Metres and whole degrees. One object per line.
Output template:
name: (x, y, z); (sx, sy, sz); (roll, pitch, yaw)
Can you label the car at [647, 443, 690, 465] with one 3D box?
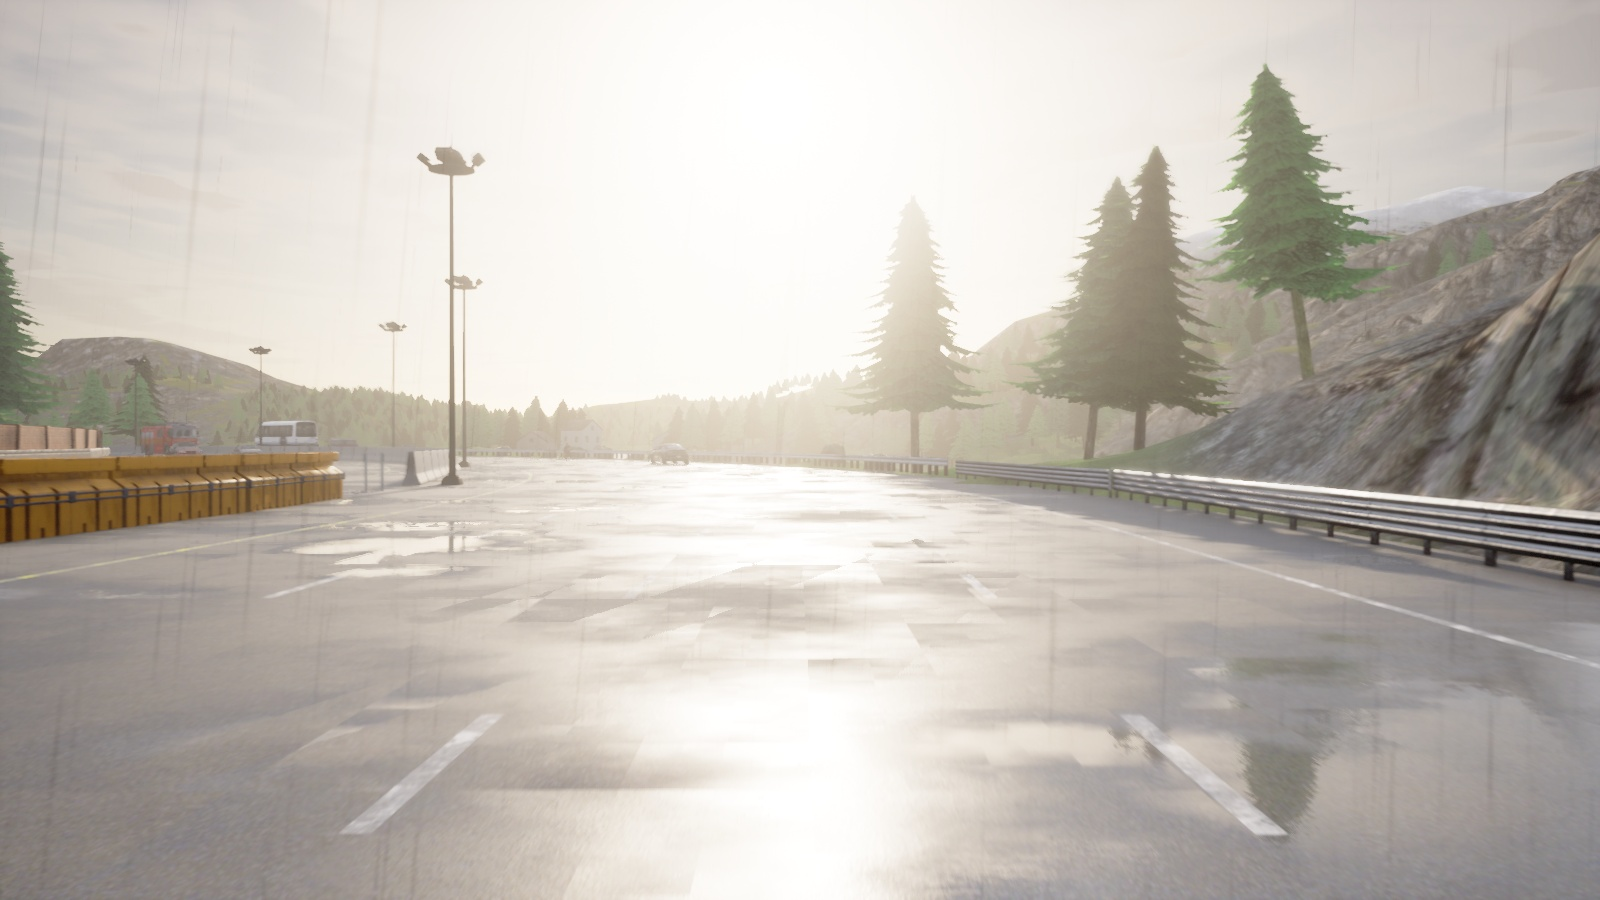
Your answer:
car: (-9.312, 0.264, 88.858); (1.812, 1.442, 4.674); (0, 0, -22)
